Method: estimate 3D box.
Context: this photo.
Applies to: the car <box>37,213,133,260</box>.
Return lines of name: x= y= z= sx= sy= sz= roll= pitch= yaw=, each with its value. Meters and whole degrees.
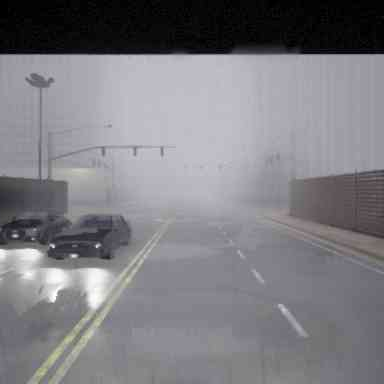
car: x=-3.526 y=1.533 z=12.626 sx=2.033 sy=1.411 sz=5.357 roll=0 pitch=0 yaw=0

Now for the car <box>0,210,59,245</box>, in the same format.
car: x=-7.004 y=1.546 z=15.177 sx=1.994 sy=1.385 sz=4.181 roll=0 pitch=0 yaw=0
